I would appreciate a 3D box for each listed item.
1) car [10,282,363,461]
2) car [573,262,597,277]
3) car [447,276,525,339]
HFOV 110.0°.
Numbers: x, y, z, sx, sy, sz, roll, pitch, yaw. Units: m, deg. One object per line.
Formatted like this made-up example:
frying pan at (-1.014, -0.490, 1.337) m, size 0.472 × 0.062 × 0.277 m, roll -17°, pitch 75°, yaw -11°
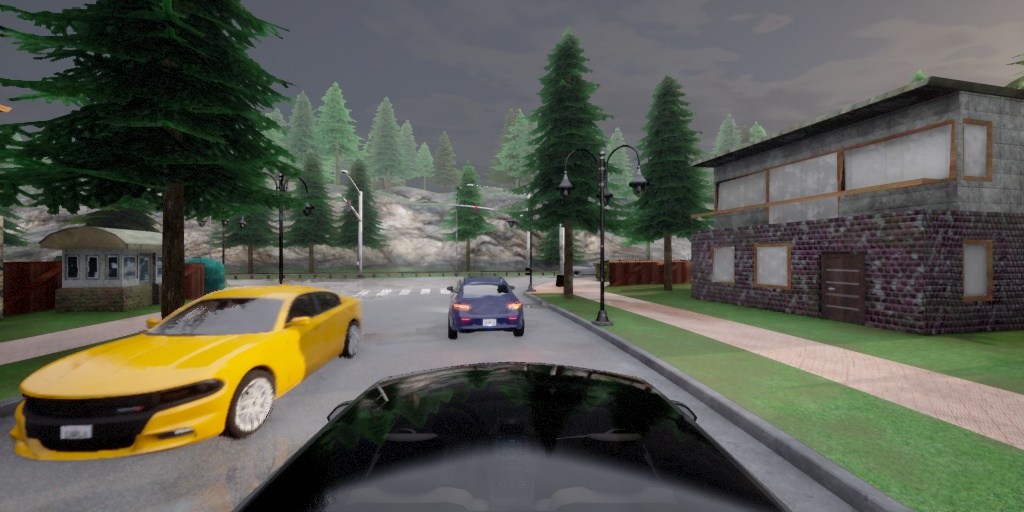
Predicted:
car at (-3.917, 1.227, 5.543) m, size 1.882 × 1.535 × 5.008 m, roll 0°, pitch 0°, yaw -5°
car at (6.880, 1.193, 32.181) m, size 4.718 × 1.301 × 1.895 m, roll 0°, pitch 0°, yaw -12°
car at (-0.832, 1.276, 10.050) m, size 1.812 × 1.442 × 4.674 m, roll 0°, pitch 0°, yaw -9°
